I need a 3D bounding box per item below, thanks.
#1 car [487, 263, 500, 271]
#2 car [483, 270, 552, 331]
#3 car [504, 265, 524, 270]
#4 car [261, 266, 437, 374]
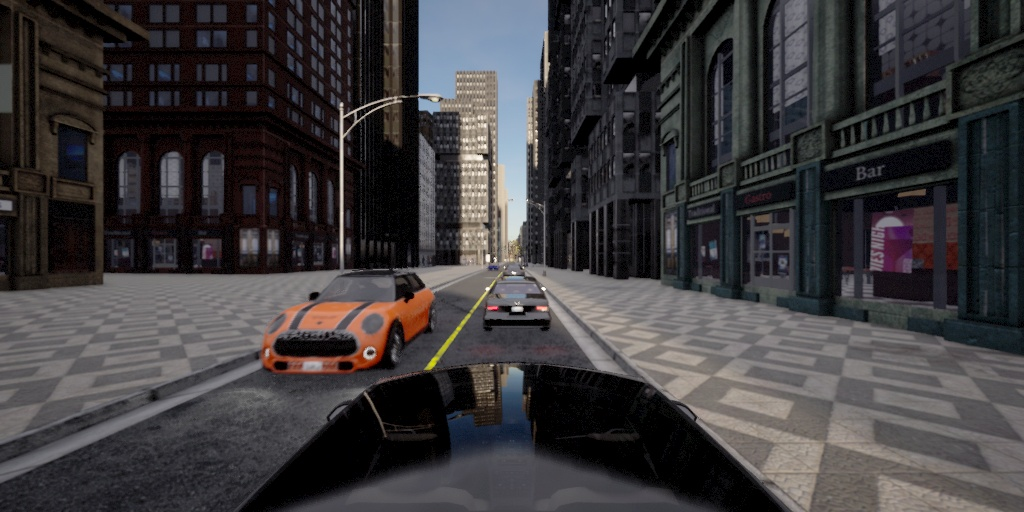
[{"bbox_3d":[-2.886,1.768,57.026,1.895,1.301,4.718,0,-1,0],"label":"car"},{"bbox_3d":[0.121,1.333,11.142,2.033,1.411,5.357,0,0,0],"label":"car"},{"bbox_3d":[0.173,1.464,33.023,1.994,1.385,4.181,0,0,0],"label":"car"},{"bbox_3d":[-3.087,1.123,7.807,2.097,1.767,4.553,0,0,0],"label":"car"}]
